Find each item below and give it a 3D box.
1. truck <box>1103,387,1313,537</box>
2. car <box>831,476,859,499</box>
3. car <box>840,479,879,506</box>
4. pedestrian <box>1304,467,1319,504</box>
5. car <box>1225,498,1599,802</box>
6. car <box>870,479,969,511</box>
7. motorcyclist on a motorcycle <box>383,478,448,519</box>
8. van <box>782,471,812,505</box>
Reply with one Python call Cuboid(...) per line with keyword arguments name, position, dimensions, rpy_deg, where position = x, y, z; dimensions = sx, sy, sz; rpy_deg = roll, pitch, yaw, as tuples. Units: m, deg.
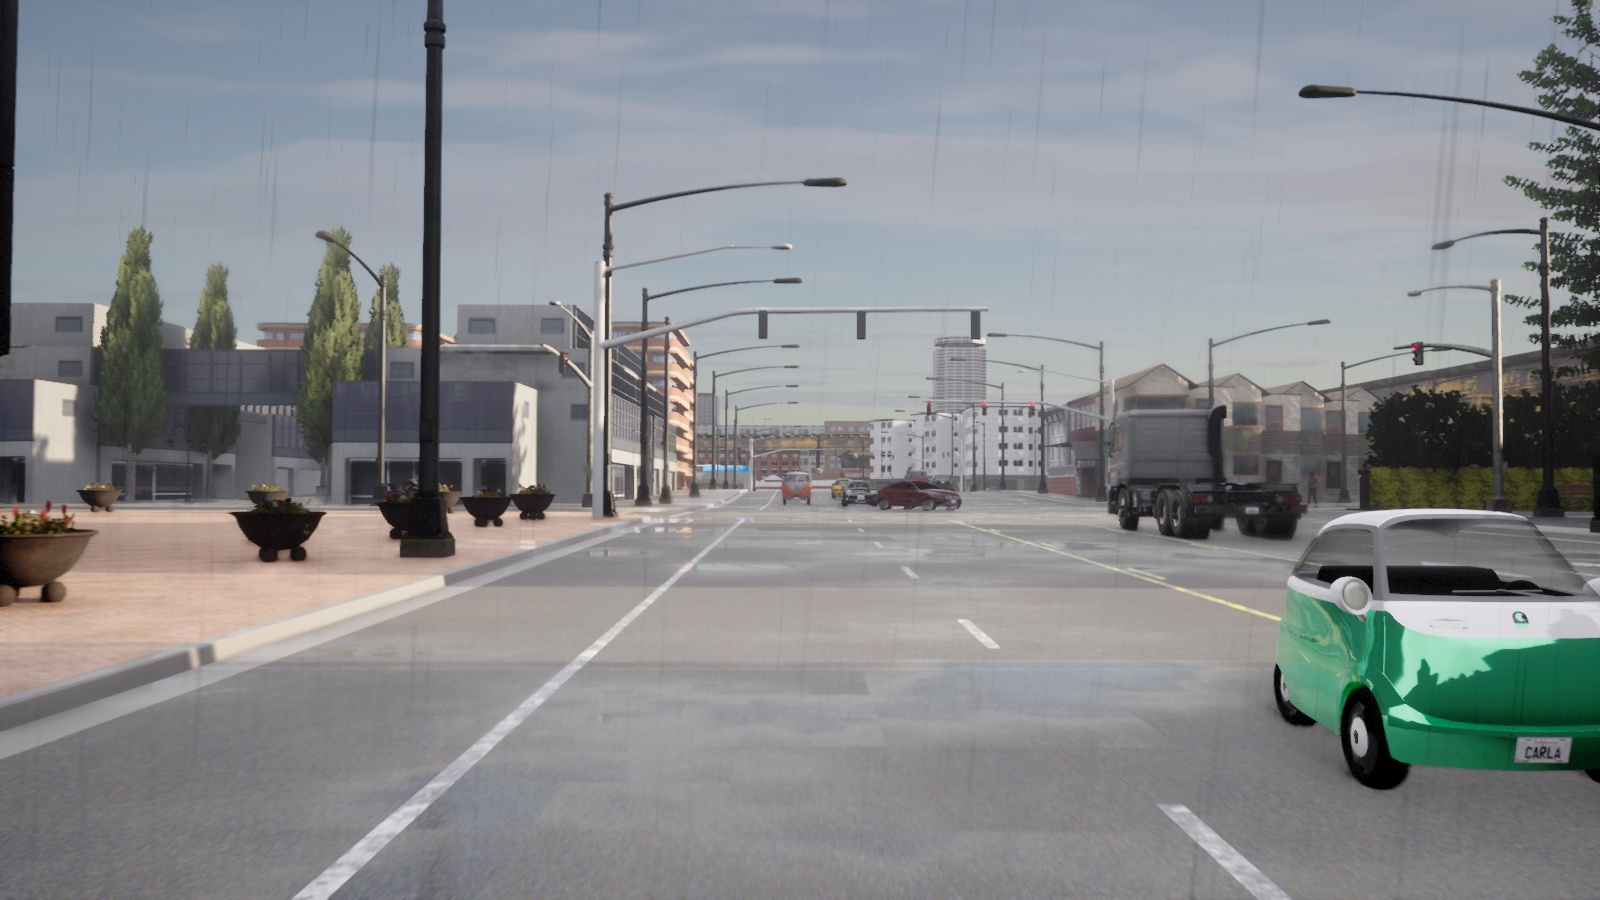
Cuboid(name="truck", position=(10.417, 0.372, 33.082), dimensions=(2.891, 3.462, 7.936), rpy_deg=(0, -1, 0))
Cuboid(name="car", position=(3.281, 2.718, 92.370), dimensions=(1.801, 1.575, 5.366), rpy_deg=(0, 0, 0))
Cuboid(name="car", position=(3.333, 2.371, 70.805), dimensions=(1.970, 1.475, 3.806), rpy_deg=(0, -2, 0))
Cuboid(name="pedestrian", position=(25.176, 1.731, 61.797), dimensions=(0.869, 1.805, 0.328), rpy_deg=(1, -2, -42))
Cuboid(name="car", position=(3.484, 0.974, 6.973), dimensions=(1.481, 1.376, 2.207), rpy_deg=(0, -1, 0))
Cuboid(name="car", position=(5.641, 2.117, 59.727), dimensions=(1.812, 1.442, 4.674), rpy_deg=(1, -2, -42))
Cuboid(name="motorcyclist on a motorcycle", position=(-14.561, 1.827, 47.621), dimensions=(2.191, 1.530, 0.866), rpy_deg=(0, -2, 0))
Cuboid(name="van", position=(-0.182, 2.328, 76.442), dimensions=(1.775, 1.987, 4.442), rpy_deg=(-1, -2, 0))
